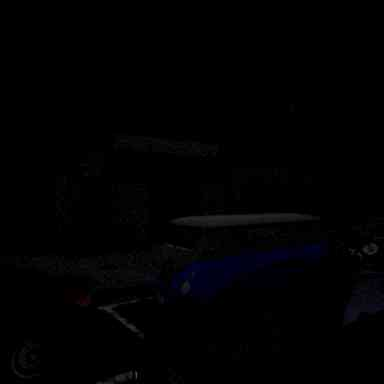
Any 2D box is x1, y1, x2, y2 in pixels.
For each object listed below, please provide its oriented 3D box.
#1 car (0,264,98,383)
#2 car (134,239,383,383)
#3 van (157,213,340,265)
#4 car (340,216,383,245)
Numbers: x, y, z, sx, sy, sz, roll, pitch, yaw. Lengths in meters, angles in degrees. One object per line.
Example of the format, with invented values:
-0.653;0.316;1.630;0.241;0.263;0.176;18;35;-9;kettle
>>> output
-3.253;1.580;3.870;4.206;1.307;1.802;0;0;-35;car
1.450;1.579;3.979;4.181;1.385;1.994;0;0;-35;car
1.156;1.363;7.012;3.998;1.788;1.690;0;0;-35;van
5.564;1.485;10.152;4.097;1.590;1.967;0;0;-35;car
